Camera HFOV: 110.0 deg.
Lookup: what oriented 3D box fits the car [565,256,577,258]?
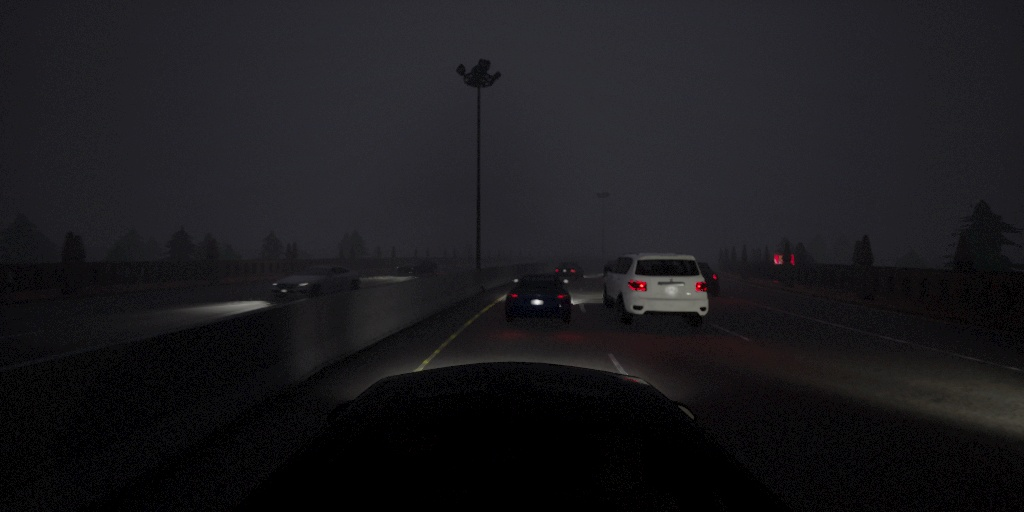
[{"bbox_3d":[9.486,0.956,61.893,1.837,1.490,4.892,0,0,36],"label":"car"}]

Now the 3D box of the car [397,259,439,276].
[{"bbox_3d":[-8.731,1.017,33.546,1.882,1.535,5.008,0,0,18],"label":"car"}]

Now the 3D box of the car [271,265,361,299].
[{"bbox_3d":[-9.093,1.156,17.171,1.812,1.442,4.674,0,0,9],"label":"car"}]

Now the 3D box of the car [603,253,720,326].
[{"bbox_3d":[4.384,0.931,11.780,2.150,2.045,5.566,0,0,7],"label":"car"}]

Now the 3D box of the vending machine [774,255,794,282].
[{"bbox_3d":[18.632,0.884,24.594,1.100,2.100,0.880,0,0,18],"label":"vending machine"}]

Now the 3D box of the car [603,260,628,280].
[{"bbox_3d":[9.021,1.123,30.945,1.837,1.490,4.892,0,0,19],"label":"car"}]

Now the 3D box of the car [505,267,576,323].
[{"bbox_3d":[0.953,1.259,12.063,1.994,1.385,4.181,0,0,7],"label":"car"}]

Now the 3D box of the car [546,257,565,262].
[{"bbox_3d":[4.959,1.108,48.043,1.895,1.301,4.718,0,0,29],"label":"car"}]

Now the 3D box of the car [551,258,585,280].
[{"bbox_3d":[4.773,1.158,29.498,2.033,1.411,5.357,0,0,18],"label":"car"}]
